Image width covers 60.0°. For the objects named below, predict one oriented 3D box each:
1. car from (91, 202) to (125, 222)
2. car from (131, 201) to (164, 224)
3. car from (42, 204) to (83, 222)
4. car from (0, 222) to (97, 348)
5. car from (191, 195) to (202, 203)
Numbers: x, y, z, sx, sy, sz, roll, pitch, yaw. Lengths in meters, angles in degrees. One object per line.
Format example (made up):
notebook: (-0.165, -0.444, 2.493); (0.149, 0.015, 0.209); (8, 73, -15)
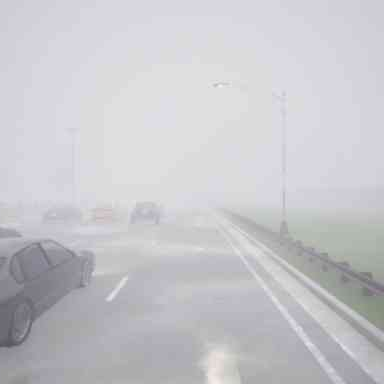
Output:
car: (-6.896, 1.597, 27.756); (1.882, 1.535, 5.008); (0, 0, 0)
car: (-3.398, 1.463, 25.928); (2.097, 1.767, 4.553); (0, 0, 0)
car: (-10.397, 1.680, 27.017); (1.994, 1.385, 4.181); (0, 0, 0)
car: (-3.404, 1.575, 6.262); (2.033, 1.411, 5.357); (0, 0, 0)
car: (1.241, 1.808, 77.345); (1.882, 1.535, 5.008); (0, 0, 0)
